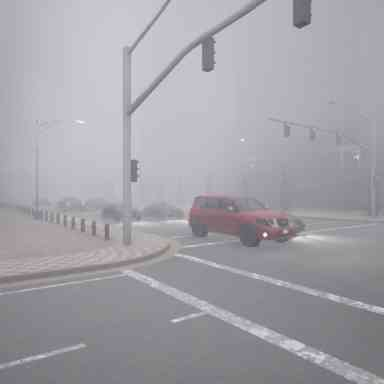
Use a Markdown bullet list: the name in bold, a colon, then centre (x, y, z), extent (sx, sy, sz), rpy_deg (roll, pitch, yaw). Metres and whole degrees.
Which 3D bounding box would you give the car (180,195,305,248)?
- **car**: centre (2.035, 1.185, 15.264), extent (2.150, 2.045, 5.566), rpy_deg (0, 0, -36)

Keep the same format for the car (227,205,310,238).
- **car**: centre (4.087, 1.517, 18.381), extent (1.994, 1.385, 4.181), rpy_deg (0, 0, -36)

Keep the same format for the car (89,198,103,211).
- **car**: centre (-11.468, 1.422, 40.226), extent (1.882, 1.535, 5.008), rpy_deg (0, 0, -35)

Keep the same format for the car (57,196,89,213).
- **car**: centre (-13.501, 1.296, 37.025), extent (2.097, 1.767, 4.553), rpy_deg (0, 0, -35)

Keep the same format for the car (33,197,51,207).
- **car**: centre (-22.807, 1.524, 50.489), extent (1.994, 1.385, 4.181), rpy_deg (0, 0, -35)

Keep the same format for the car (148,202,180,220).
- **car**: centre (-2.426, 1.508, 27.348), extent (1.994, 1.385, 4.181), rpy_deg (0, 0, -35)

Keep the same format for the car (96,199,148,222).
- **car**: centre (-5.452, 1.507, 25.568), extent (1.994, 1.385, 4.181), rpy_deg (0, 0, -35)
